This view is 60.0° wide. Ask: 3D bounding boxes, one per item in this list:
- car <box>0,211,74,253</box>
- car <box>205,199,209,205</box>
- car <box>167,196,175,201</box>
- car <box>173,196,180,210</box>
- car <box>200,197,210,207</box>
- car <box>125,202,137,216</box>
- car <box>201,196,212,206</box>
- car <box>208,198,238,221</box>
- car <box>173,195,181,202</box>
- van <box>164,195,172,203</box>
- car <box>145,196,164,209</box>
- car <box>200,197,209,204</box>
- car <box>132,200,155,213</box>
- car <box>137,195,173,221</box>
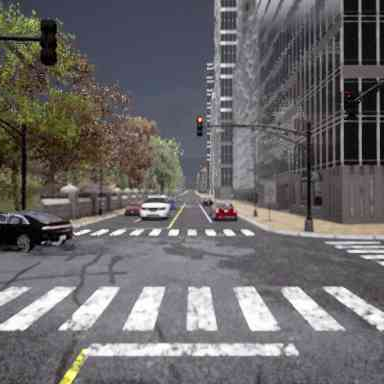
[{"bbox_3d":[-7.226,1.560,13.814,4.902,1.511,2.128,0,-1,23],"label":"car"},{"bbox_3d":[2.699,1.692,33.885,1.947,1.339,4.313,0,0,0],"label":"car"},{"bbox_3d":[-5.671,1.862,90.715,1.802,1.307,4.206,0,0,0],"label":"car"},{"bbox_3d":[-3.080,1.695,45.823,1.812,1.442,4.674,0,0,0],"label":"car"},{"bbox_3d":[2.703,1.771,56.609,1.947,1.339,4.313,0,0,0],"label":"car"},{"bbox_3d":[-5.682,1.671,33.884,1.887,1.381,4.507,0,0,0],"label":"car"},{"bbox_3d":[2.704,1.662,62.291,1.967,1.590,4.097,0,0,0],"label":"car"},{"bbox_3d":[2.698,1.545,28.205,1.967,1.590,4.097,0,0,0],"label":"car"},{"bbox_3d":[-2.990,1.229,61.448,2.097,1.767,4.553,0,0,0],"label":"car"},{"bbox_3d":[-5.672,1.603,79.349,1.690,1.788,3.998,0,0,0],"label":"van"},{"bbox_3d":[-5.678,1.503,50.934,2.192,1.841,5.009,0,0,0],"label":"car"},{"bbox_3d":[2.706,1.776,73.826,1.752,1.417,4.829,0,0,0],"label":"car"},{"bbox_3d":[-5.681,1.698,39.567,2.008,1.369,4.403,0,0,0],"label":"car"},{"bbox_3d":[-3.096,1.329,29.104,2.150,2.045,5.566,0,0,0],"label":"car"}]
